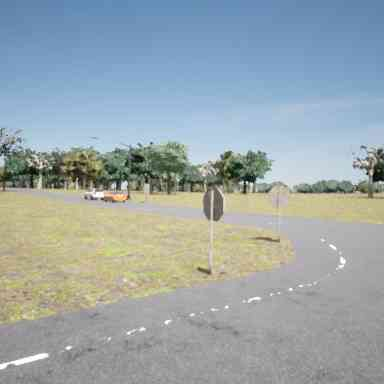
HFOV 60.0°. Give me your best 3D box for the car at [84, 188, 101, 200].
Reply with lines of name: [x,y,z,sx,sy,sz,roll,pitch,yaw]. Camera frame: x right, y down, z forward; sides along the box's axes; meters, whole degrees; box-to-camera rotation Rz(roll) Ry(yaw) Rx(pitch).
car: [-17.505,0.378,59.620,2.150,2.045,5.566,2,0,-36]

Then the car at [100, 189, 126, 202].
car: [-12.150,0.689,52.109,2.097,1.767,4.553,2,0,-36]
